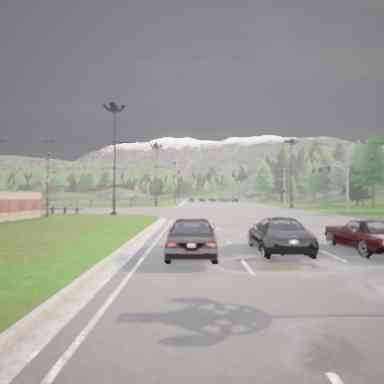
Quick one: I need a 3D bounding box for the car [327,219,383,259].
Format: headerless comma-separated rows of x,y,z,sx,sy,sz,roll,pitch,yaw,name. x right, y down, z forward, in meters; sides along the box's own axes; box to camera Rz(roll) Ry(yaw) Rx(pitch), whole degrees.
7.004,1.737,13.229,1.895,1.301,4.718,0,-1,0,car

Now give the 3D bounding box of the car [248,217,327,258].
3.509,1.703,13.429,1.994,1.385,4.181,0,0,0,car

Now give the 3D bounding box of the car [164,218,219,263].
-0.005,1.676,12.504,2.033,1.411,5.357,0,-1,0,car
